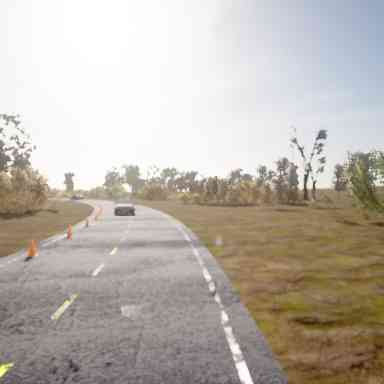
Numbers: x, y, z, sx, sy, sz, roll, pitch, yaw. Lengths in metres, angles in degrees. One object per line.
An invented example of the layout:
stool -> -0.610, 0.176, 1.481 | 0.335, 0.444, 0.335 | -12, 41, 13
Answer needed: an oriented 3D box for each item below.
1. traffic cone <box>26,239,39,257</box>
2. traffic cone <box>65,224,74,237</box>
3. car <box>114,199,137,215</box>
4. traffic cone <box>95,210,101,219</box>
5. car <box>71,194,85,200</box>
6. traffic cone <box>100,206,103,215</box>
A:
traffic cone -> -5.521, 1.911, 11.510 | 0.340, 0.580, 0.340 | 0, 0, -5
traffic cone -> -6.025, 1.889, 16.393 | 0.340, 0.580, 0.340 | 0, 0, -7
car -> -6.498, 1.392, 32.088 | 1.812, 1.442, 4.674 | 0, 0, -13
traffic cone -> -7.522, 1.848, 26.096 | 0.340, 0.580, 0.340 | 0, 0, -11
car -> -27.210, 1.239, 79.523 | 2.128, 1.511, 4.902 | 0, 0, -41
traffic cone -> -8.514, 1.829, 30.905 | 0.340, 0.580, 0.340 | 0, 0, -13
